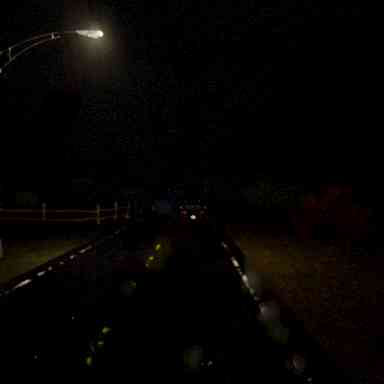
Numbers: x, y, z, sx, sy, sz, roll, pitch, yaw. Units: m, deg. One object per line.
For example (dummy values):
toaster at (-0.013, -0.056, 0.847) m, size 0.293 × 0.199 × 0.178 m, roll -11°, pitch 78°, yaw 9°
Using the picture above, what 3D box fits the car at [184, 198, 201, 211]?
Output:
car at (0.075, 1.551, 42.050) m, size 1.994 × 1.385 × 4.181 m, roll 0°, pitch 0°, yaw 0°

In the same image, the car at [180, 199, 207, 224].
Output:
car at (0.087, 1.508, 24.420) m, size 1.812 × 1.442 × 4.674 m, roll 0°, pitch 0°, yaw 0°

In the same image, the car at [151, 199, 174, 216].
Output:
car at (-2.769, 1.461, 32.002) m, size 1.882 × 1.535 × 5.008 m, roll 0°, pitch 0°, yaw 0°
